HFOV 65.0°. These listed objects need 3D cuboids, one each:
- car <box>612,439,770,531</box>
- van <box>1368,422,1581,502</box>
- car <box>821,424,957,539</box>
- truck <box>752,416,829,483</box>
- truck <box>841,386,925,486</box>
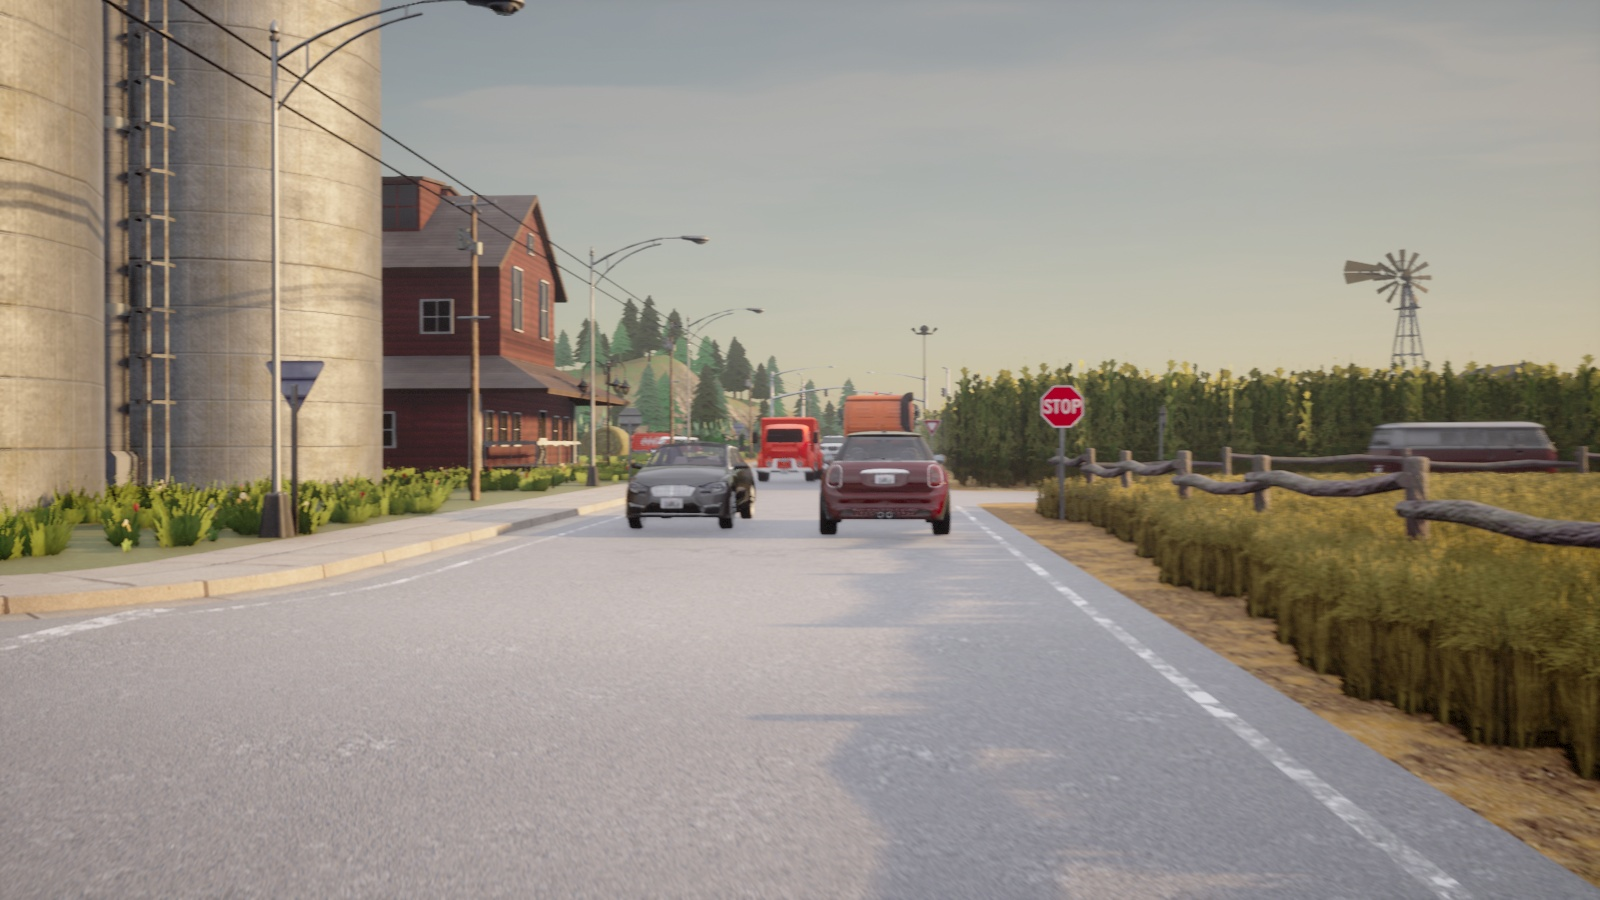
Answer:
[{"bbox_3d":[-1.869,0.567,23.190,2.128,1.511,4.902,0,0,5],"label":"car"},{"bbox_3d":[17.090,0.297,31.989,4.442,1.987,1.775,0,0,4],"label":"van"},{"bbox_3d":[1.513,0.475,21.685,2.097,1.767,4.553,0,0,4],"label":"car"},{"bbox_3d":[-0.293,-0.031,48.948,2.627,2.467,5.204,0,0,4],"label":"truck"},{"bbox_3d":[3.127,-0.519,47.572,2.891,3.462,7.936,0,0,4],"label":"truck"}]
